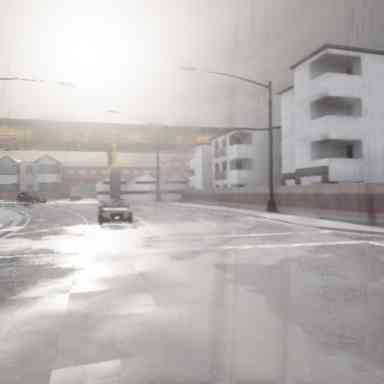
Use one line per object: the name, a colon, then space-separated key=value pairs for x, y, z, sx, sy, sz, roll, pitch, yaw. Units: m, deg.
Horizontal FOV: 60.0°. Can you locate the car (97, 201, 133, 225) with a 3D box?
car: x=-4.936 y=1.255 z=21.083 sx=1.994 sy=1.385 sz=4.181 roll=-1 pitch=1 yaw=-18

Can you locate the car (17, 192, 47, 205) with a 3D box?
car: x=-20.152 y=0.768 z=41.802 sx=4.892 sy=1.490 sz=1.837 roll=0 pitch=-1 yaw=36
